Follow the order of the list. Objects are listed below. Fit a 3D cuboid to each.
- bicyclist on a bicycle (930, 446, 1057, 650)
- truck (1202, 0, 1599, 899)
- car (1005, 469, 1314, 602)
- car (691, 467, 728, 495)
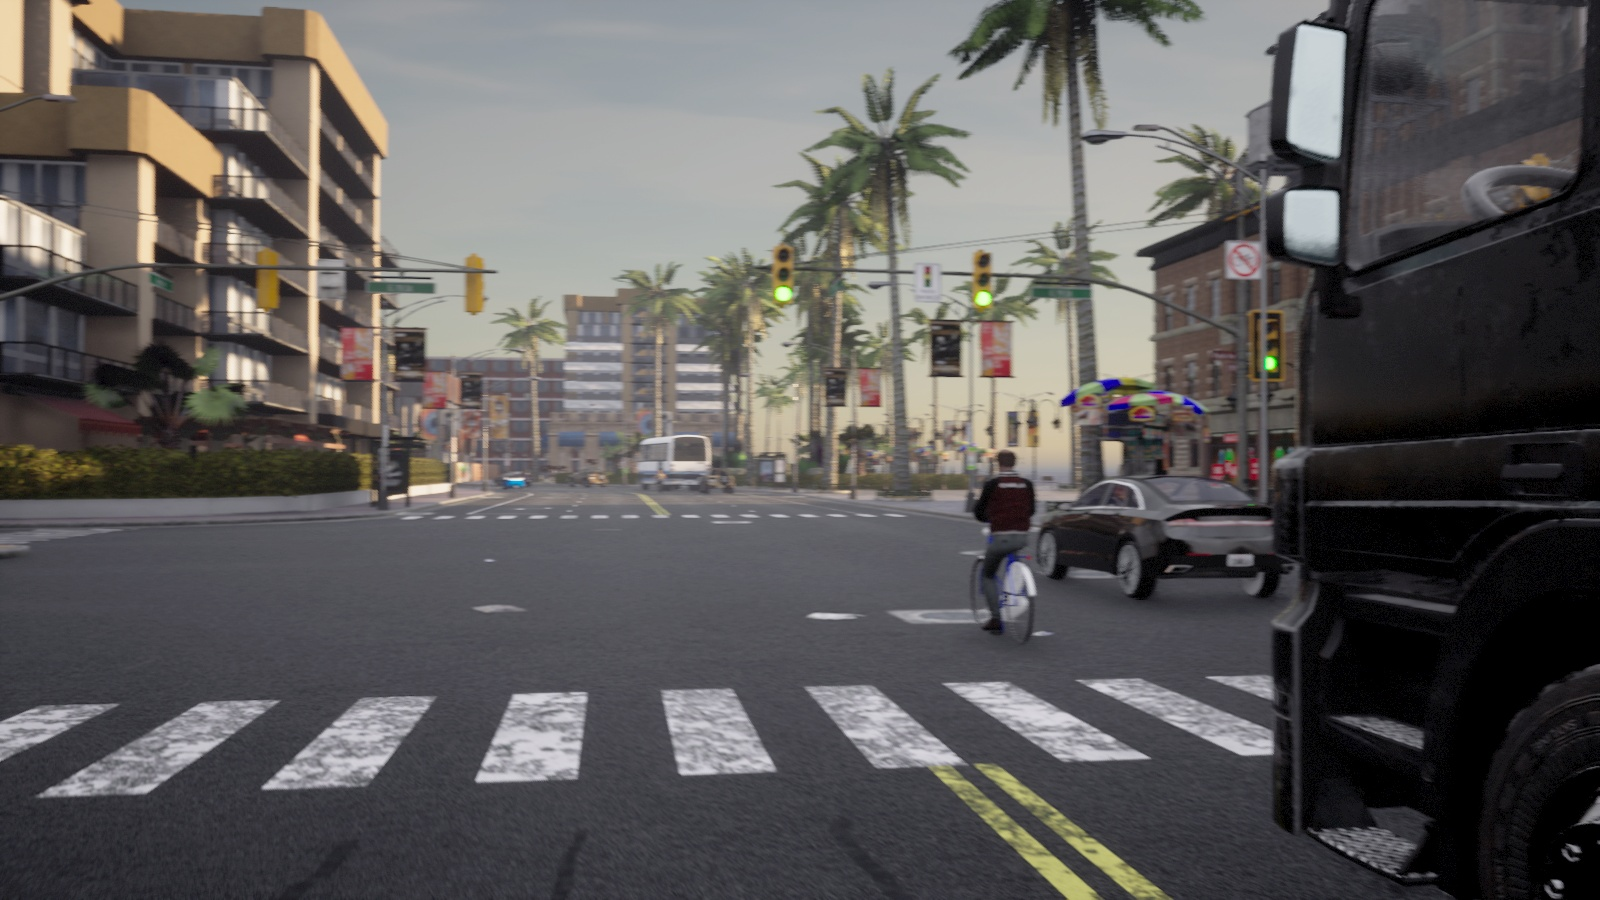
[{"bbox_3d":[1.794,0.870,11.929,0.659,1.776,1.843,0,-1,-9],"label":"bicyclist on a bicycle"},{"bbox_3d":[3.508,-0.179,0.834,2.891,3.462,7.936,0,-1,-9],"label":"truck"},{"bbox_3d":[4.564,1.019,16.913,2.128,1.511,4.902,0,-1,-9],"label":"car"},{"bbox_3d":[-6.153,2.085,84.816,1.932,1.855,4.605,0,-1,-12],"label":"car"}]
